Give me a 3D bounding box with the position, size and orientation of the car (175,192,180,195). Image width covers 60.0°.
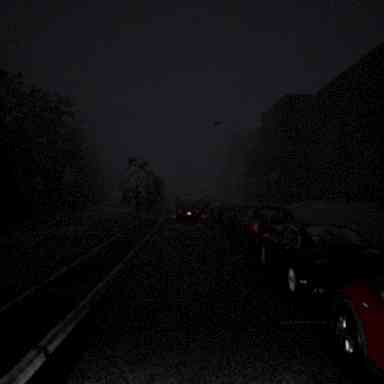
[{"bbox_3d":[-2.045,1.380,75.369,1.946,1.575,5.366,0,0,-9],"label":"car"}]

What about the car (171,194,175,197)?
[{"bbox_3d":[-2.971,1.104,80.698,2.435,2.045,5.566,0,0,-10],"label":"car"}]

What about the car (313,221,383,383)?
[{"bbox_3d":[3.049,1.358,2.999,2.185,1.767,4.553,0,0,0],"label":"car"}]

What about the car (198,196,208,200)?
[{"bbox_3d":[2.215,1.504,36.521,2.163,1.488,4.792,0,0,-3],"label":"car"}]

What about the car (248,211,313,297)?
[{"bbox_3d":[3.049,1.486,8.571,2.231,1.521,4.892,0,0,0],"label":"car"}]

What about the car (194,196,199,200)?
[{"bbox_3d":[0.837,1.450,53.109,2.231,1.521,4.892,0,0,-5],"label":"car"}]

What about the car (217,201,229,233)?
[{"bbox_3d":[2.932,1.515,19.719,2.163,1.488,4.792,0,0,-1],"label":"car"}]

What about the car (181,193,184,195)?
[{"bbox_3d":[-0.422,1.424,64.168,2.097,1.535,5.008,0,0,-7],"label":"car"}]

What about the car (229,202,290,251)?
[{"bbox_3d":[3.049,1.361,14.098,2.185,1.767,4.553,1,0,0],"label":"car"}]

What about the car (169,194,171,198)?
[{"bbox_3d":[-3.998,1.323,86.152,2.231,1.521,4.892,0,0,-11],"label":"car"}]

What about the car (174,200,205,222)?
[{"bbox_3d":[-0.297,1.561,26.775,1.994,1.385,4.181,0,0,-2],"label":"car"}]

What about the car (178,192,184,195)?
[{"bbox_3d":[-1.196,1.403,69.870,1.946,1.575,5.366,0,0,-8],"label":"car"}]

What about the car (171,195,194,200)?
[{"bbox_3d":[-1.260,1.470,42.948,2.128,1.511,4.902,0,0,-4],"label":"car"}]

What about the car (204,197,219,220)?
[{"bbox_3d":[2.514,1.520,30.925,2.002,1.452,4.674,0,0,-3],"label":"car"}]
